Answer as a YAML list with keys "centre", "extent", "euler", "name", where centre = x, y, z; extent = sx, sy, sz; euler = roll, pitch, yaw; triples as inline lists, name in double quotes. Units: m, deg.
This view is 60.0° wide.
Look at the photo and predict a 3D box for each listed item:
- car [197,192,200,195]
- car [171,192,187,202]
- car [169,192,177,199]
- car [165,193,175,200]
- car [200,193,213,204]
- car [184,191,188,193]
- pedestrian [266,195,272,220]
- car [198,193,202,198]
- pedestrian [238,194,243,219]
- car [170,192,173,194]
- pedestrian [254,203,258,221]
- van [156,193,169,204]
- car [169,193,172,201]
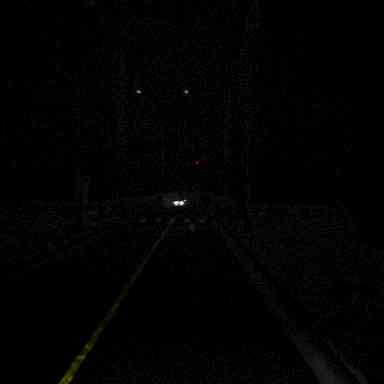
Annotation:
- centre: [3.063, 1.276, 89.659]
  extent: [1.887, 1.381, 4.507]
  euler: [0, 0, 0]
  name: "car"
- centre: [-2.733, 1.338, 70.272]
  extent: [2.128, 1.511, 4.902]
  euler: [0, 0, 0]
  name: "car"
- centre: [-5.424, 1.019, 95.359]
  extent: [2.192, 1.841, 5.009]
  euler: [0, 0, 0]
  name: "car"
- centre: [-5.497, 1.071, 84.062]
  extent: [2.192, 1.841, 5.009]
  euler: [0, 0, 0]
  name: "car"
- centre: [2.881, 1.411, 61.414]
  extent: [1.947, 1.339, 4.313]
  euler: [0, 0, 0]
  name: "car"
- centre: [-2.634, 1.215, 85.865]
  extent: [1.882, 1.535, 5.008]
  euler: [0, 0, 0]
  name: "car"
- centre: [5.631, 1.138, 24.530]
  extent: [0.375, 1.860, 0.375]
  euler: [0, 0, 0]
  name: "pedestrian"
- centre: [2.990, 1.363, 78.361]
  extent: [1.802, 1.307, 4.206]
  euler: [0, 0, 0]
  name: "car"
- centre: [3.631, 1.095, 25.130]
  extent: [0.375, 1.860, 0.375]
  euler: [0, 0, 0]
  name: "pedestrian"
- centre: [-5.534, 1.220, 78.414]
  extent: [1.967, 1.590, 4.097]
  euler: [0, 0, 0]
  name: "car"
- centre: [4.631, 1.392, 23.929]
  extent: [0.375, 1.300, 0.375]
  euler: [0, 0, 0]
  name: "pedestrian"
- centre: [-5.644, 1.186, 61.467]
  extent: [1.690, 1.788, 3.998]
  euler: [0, 0, 0]
  name: "van"
- centre: [-5.608, 1.407, 67.117]
  extent: [1.802, 1.307, 4.206]
  euler: [0, 0, 0]
  name: "car"
